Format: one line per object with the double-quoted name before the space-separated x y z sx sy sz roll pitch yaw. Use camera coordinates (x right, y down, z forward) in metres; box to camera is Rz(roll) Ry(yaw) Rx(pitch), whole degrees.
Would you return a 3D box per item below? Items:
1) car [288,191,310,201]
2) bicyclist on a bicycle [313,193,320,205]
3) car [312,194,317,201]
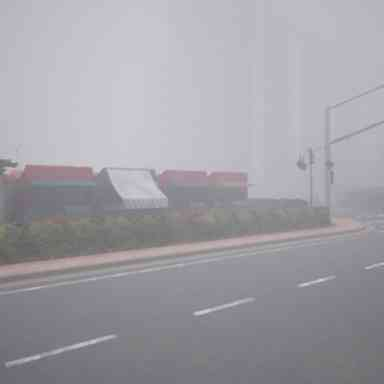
"car" 18.342 0.760 58.299 1.905 1.878 3.866 0 0 -35
"bicyclist on a bicycle" 17.194 0.952 45.823 1.656 1.620 0.582 -1 1 -36
"car" 20.743 0.740 59.997 1.905 1.878 3.866 0 0 -35
